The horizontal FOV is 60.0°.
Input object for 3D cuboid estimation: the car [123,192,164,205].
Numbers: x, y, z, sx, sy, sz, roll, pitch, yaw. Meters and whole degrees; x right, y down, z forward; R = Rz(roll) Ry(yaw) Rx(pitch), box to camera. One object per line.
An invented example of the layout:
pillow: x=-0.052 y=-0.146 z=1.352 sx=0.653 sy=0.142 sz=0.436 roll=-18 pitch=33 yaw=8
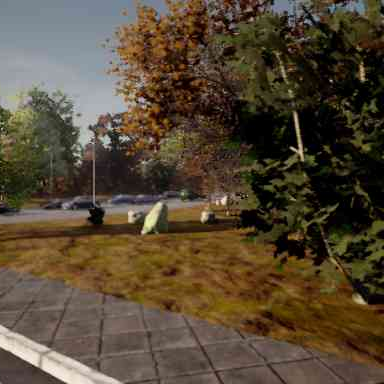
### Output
car: x=-7.100 y=1.052 z=49.549 sx=2.033 sy=1.411 sz=5.357 roll=0 pitch=2 yaw=39

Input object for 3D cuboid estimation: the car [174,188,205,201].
car: x=0.284 y=0.346 z=52.844 sx=2.150 sy=2.045 sz=5.566 roll=0 pitch=3 yaw=39

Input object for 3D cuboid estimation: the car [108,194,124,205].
car: x=-10.644 y=1.111 z=50.713 sx=1.812 sy=1.442 sz=4.674 roll=0 pitch=2 yaw=39

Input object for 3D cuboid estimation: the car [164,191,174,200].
car: x=-4.114 y=0.566 z=58.767 sx=2.128 sy=1.511 sz=4.902 roll=0 pitch=3 yaw=40

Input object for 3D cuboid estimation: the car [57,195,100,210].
car: x=-13.766 y=1.272 z=41.277 sx=2.097 sy=1.767 sz=4.553 roll=0 pitch=1 yaw=39

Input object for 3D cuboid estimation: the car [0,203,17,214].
car: x=-20.018 y=1.741 z=33.507 sx=1.895 sy=1.301 sz=4.718 roll=0 pitch=0 yaw=39

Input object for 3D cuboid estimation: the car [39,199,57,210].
car: x=-16.833 y=1.504 z=43.049 sx=2.033 sy=1.411 sz=5.357 roll=0 pitch=1 yaw=39
